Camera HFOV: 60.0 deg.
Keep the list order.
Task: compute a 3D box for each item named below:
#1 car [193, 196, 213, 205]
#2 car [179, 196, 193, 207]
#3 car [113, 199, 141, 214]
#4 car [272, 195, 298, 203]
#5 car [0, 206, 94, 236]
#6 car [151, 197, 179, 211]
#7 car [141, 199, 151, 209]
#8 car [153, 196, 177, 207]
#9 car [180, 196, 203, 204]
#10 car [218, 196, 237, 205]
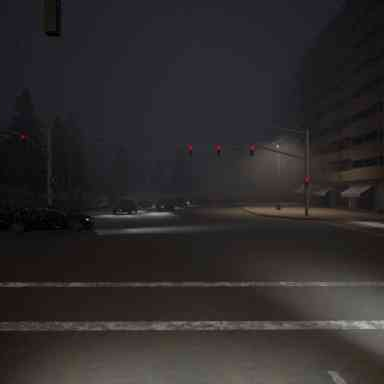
[{"bbox_3d":[1.991,1.601,59.544,1.895,1.301,4.718,0,0,31],"label":"car"},{"bbox_3d":[-1.902,1.547,50.317,2.033,1.411,5.357,0,0,15],"label":"car"},{"bbox_3d":[-6.952,1.526,35.004,1.812,1.442,4.674,0,0,2],"label":"car"},{"bbox_3d":[18.506,1.478,67.505,5.008,1.535,1.882,0,0,-33],"label":"car"},{"bbox_3d":[-7.979,1.518,18.285,4.902,1.511,2.128,0,0,-21],"label":"car"},{"bbox_3d":[-3.217,1.491,40.587,2.128,1.511,4.902,0,0,4],"label":"car"},{"bbox_3d":[-6.407,1.601,44.083,1.895,1.301,4.718,0,0,6],"label":"car"},{"bbox_3d":[-4.280,1.491,53.926,2.128,1.511,4.902,0,0,20],"label":"car"},{"bbox_3d":[-0.023,1.491,63.087,2.128,1.511,4.902,0,0,32],"label":"car"},{"bbox_3d":[6.545,1.491,60.096,2.128,1.511,4.902,0,0,33],"label":"car"}]
